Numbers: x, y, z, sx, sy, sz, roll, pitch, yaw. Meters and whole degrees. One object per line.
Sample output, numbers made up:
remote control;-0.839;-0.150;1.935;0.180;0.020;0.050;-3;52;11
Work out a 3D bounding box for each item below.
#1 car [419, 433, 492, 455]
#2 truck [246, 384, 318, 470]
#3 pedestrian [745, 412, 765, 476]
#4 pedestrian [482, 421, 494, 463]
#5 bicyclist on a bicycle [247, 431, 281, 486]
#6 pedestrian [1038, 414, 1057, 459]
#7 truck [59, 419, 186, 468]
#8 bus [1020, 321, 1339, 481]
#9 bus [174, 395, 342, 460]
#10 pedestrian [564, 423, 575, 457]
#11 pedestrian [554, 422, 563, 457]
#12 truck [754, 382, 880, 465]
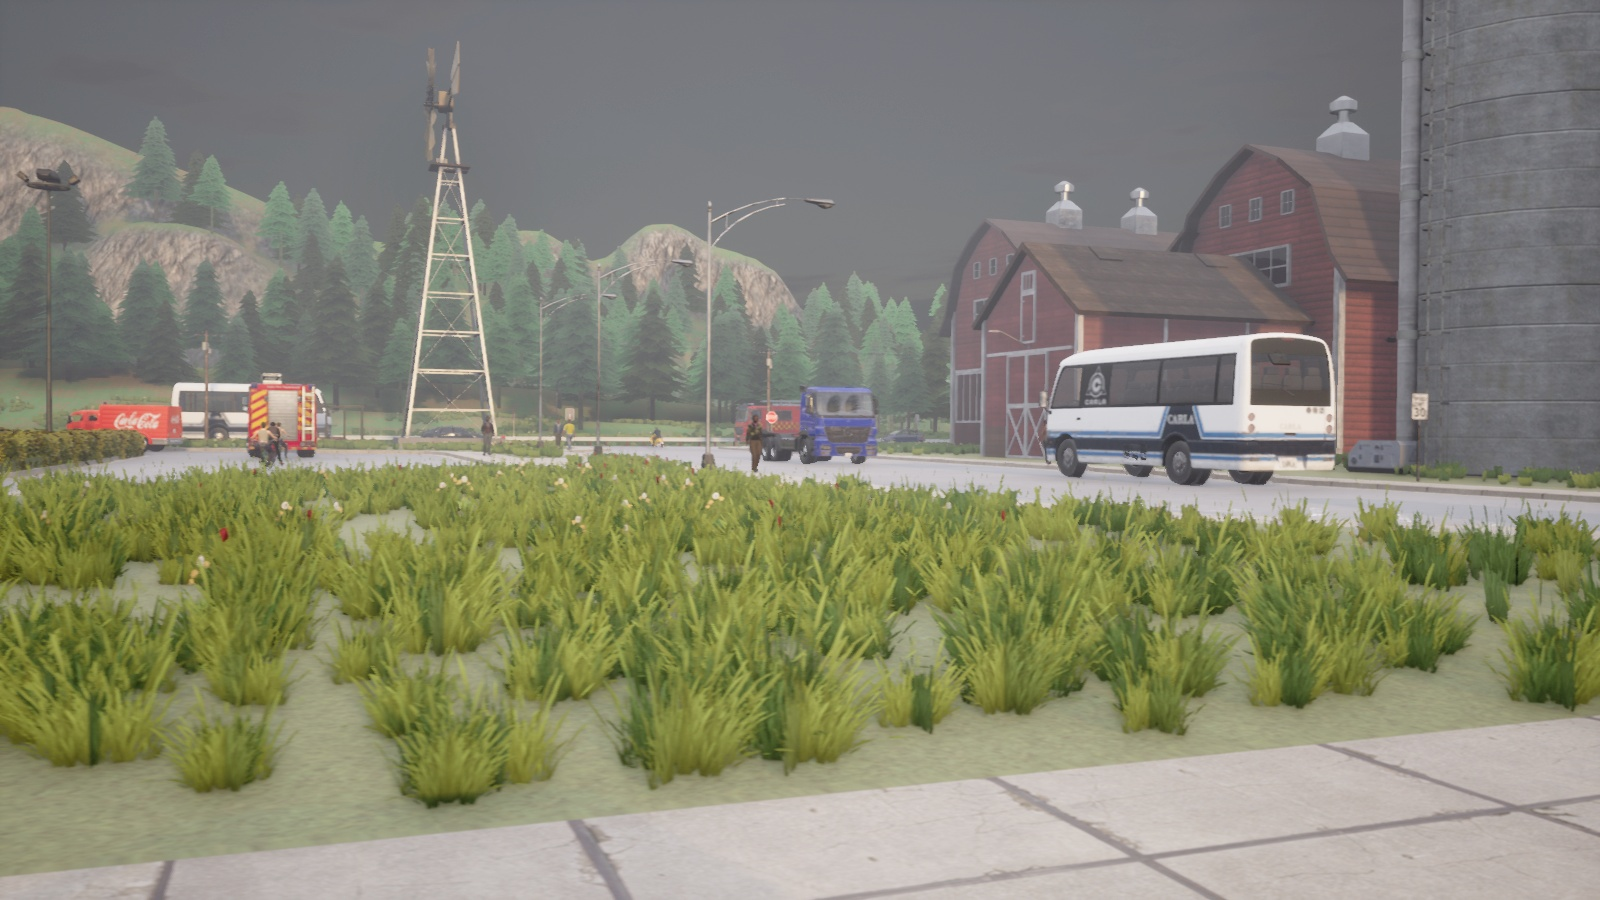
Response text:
car;-24.844;-0.430;90.608;4.892;1.490;1.837;-1;1;-20
truck;-24.892;-1.077;60.121;2.891;3.827;8.468;-1;1;-24
pedestrian;-1.386;-0.191;38.617;0.395;1.930;0.692;-1;1;-22
pedestrian;-14.373;-0.359;57.824;0.402;1.930;0.666;-1;1;-22
bicyclist on a bicycle;-17.141;0.262;40.191;0.866;1.612;1.509;-1;5;-19
pedestrian;10.066;-0.553;51.147;0.328;1.805;0.869;-1;1;-21
truck;-35.441;-0.361;65.822;5.204;2.467;2.627;-1;1;-8
bus;11.265;-1.393;38.995;3.944;4.253;10.273;-1;1;-21
bus;-36.916;-1.579;86.129;10.273;4.253;3.944;-1;1;-20
pedestrian;-12.380;-0.543;67.433;0.354;1.836;0.706;-1;1;-24
pedestrian;-13.732;-0.595;71.455;0.423;1.949;0.788;-1;1;-7
truck;0.619;-1.164;56.680;2.891;3.462;7.936;-1;1;-21
